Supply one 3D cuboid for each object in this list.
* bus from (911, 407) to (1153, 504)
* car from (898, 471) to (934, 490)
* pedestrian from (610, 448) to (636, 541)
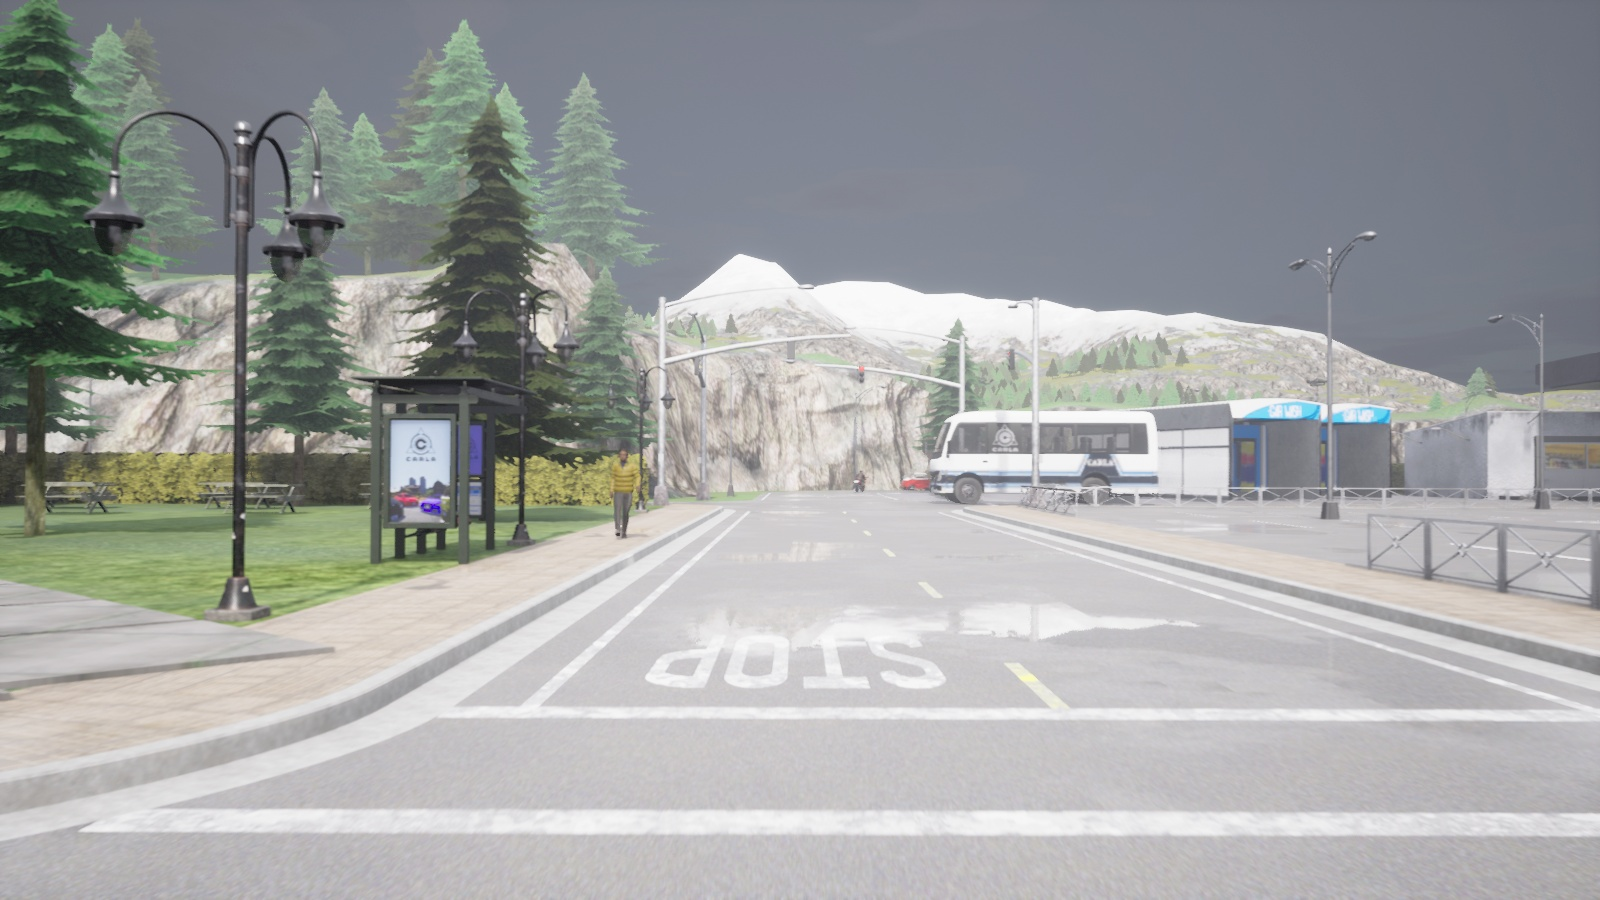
[{"bbox_3d":[10.403,0.284,57.373,10.273,4.253,3.944,0,-1,0],"label":"bus"},{"bbox_3d":[8.588,2.271,92.966,2.207,1.376,1.481,0,-1,-16],"label":"car"},{"bbox_3d":[-3.542,0.879,25.157,0.431,1.840,0.709,0,-1,-2],"label":"pedestrian"}]
